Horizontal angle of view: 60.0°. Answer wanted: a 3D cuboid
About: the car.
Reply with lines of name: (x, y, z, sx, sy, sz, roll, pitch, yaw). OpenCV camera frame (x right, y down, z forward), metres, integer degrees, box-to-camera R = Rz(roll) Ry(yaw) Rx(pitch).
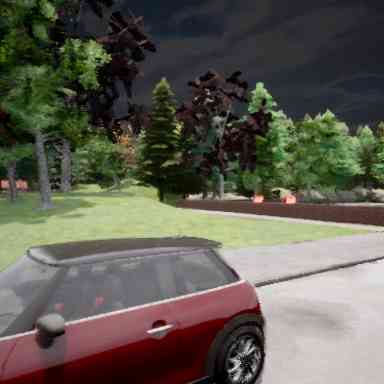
car: (-1.317, 1.361, 3.658, 4.553, 1.767, 2.097, 1, 0, -35)
